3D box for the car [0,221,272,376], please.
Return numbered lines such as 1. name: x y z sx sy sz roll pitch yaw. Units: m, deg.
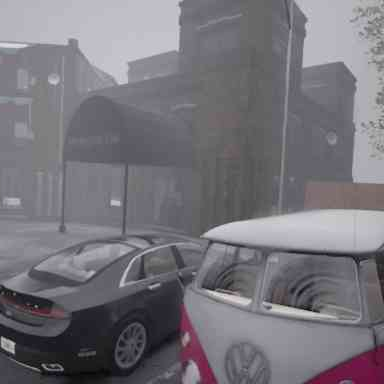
1. car: -0.674 1.461 5.726 2.231 1.521 4.892 1 1 35
